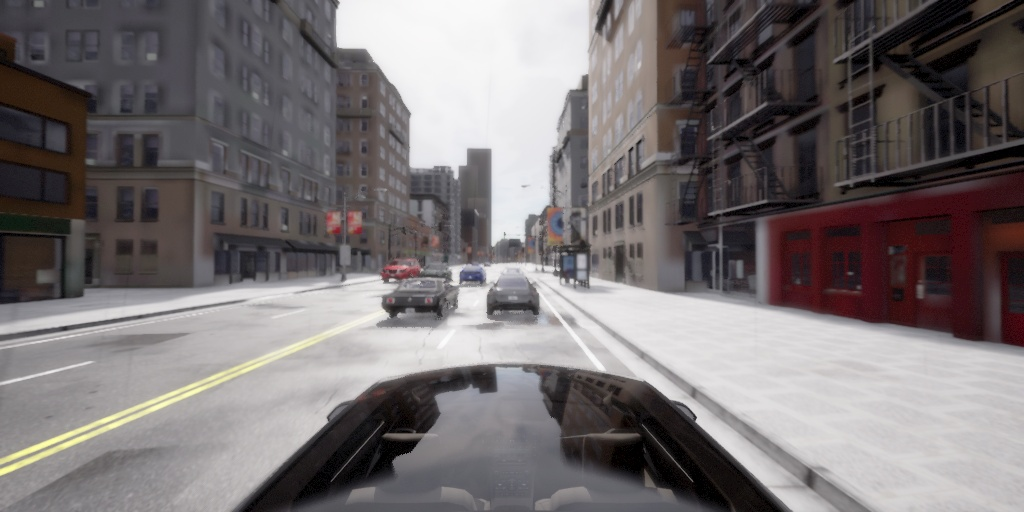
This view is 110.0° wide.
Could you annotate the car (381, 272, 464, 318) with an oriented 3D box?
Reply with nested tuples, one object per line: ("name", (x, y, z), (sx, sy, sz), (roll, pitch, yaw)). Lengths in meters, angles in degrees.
("car", (-3.207, 1.470, 13.607), (1.895, 1.301, 4.718), (0, -1, 1))

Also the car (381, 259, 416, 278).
("car", (-9.781, 1.287, 32.174), (2.150, 2.045, 5.566), (0, -1, 1))

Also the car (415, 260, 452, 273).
("car", (-6.543, 1.404, 31.104), (2.097, 1.767, 4.553), (0, -1, 1))

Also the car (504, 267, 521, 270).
("car", (0.029, 1.557, 27.042), (2.033, 1.411, 5.357), (0, -1, 1))

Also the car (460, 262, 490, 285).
("car", (-3.197, 1.518, 29.930), (1.882, 1.535, 5.008), (0, -1, 0))

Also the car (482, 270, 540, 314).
("car", (0.050, 1.442, 14.432), (1.994, 1.385, 4.181), (0, 0, 0))
